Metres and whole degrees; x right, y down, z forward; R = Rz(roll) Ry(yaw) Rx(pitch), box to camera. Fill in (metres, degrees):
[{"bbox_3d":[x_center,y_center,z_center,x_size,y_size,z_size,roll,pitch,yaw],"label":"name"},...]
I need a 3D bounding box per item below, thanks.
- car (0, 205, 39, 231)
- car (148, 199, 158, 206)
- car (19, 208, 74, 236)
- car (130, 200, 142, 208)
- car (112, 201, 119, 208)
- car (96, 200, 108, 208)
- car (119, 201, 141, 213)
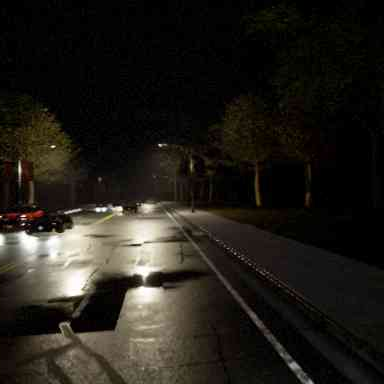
[{"bbox_3d":[-12.664,1.818,24.867,2.097,1.767,4.553,-1,0,-7],"label":"car"},{"bbox_3d":[-8.686,2.242,73.192,1.812,1.442,4.674,-1,0,-7],"label":"car"},{"bbox_3d":[-8.950,1.910,21.168,1.994,1.385,4.181,-1,0,-7],"label":"car"},{"bbox_3d":[-10.559,2.287,62.922,1.895,1.301,4.718,-1,0,-7],"label":"car"},{"bbox_3d":[-13.954,2.321,62.989,2.033,1.411,5.357,-1,0,-7],"label":"car"},{"bbox_3d":[-17.456,2.386,64.824,2.128,1.511,4.902,-1,0,-7],"label":"car"},{"bbox_3d":[-8.310,1.970,44.761,1.882,1.535,5.008,-1,0,-7],"label":"car"}]
